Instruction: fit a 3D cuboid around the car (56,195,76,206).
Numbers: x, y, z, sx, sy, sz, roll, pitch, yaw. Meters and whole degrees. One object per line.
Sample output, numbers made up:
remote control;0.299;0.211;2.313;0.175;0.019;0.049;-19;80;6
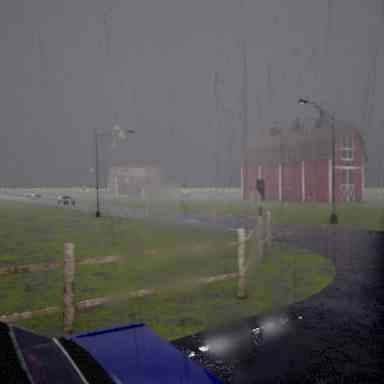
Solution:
car;-18.897;1.275;49.823;1.837;1.490;4.892;-2;1;-36

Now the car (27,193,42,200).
car;-37.540;1.047;80.058;1.837;1.490;4.892;-2;1;-36

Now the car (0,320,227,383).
car;-1.924;1.602;1.587;4.718;1.301;1.895;0;0;-35
